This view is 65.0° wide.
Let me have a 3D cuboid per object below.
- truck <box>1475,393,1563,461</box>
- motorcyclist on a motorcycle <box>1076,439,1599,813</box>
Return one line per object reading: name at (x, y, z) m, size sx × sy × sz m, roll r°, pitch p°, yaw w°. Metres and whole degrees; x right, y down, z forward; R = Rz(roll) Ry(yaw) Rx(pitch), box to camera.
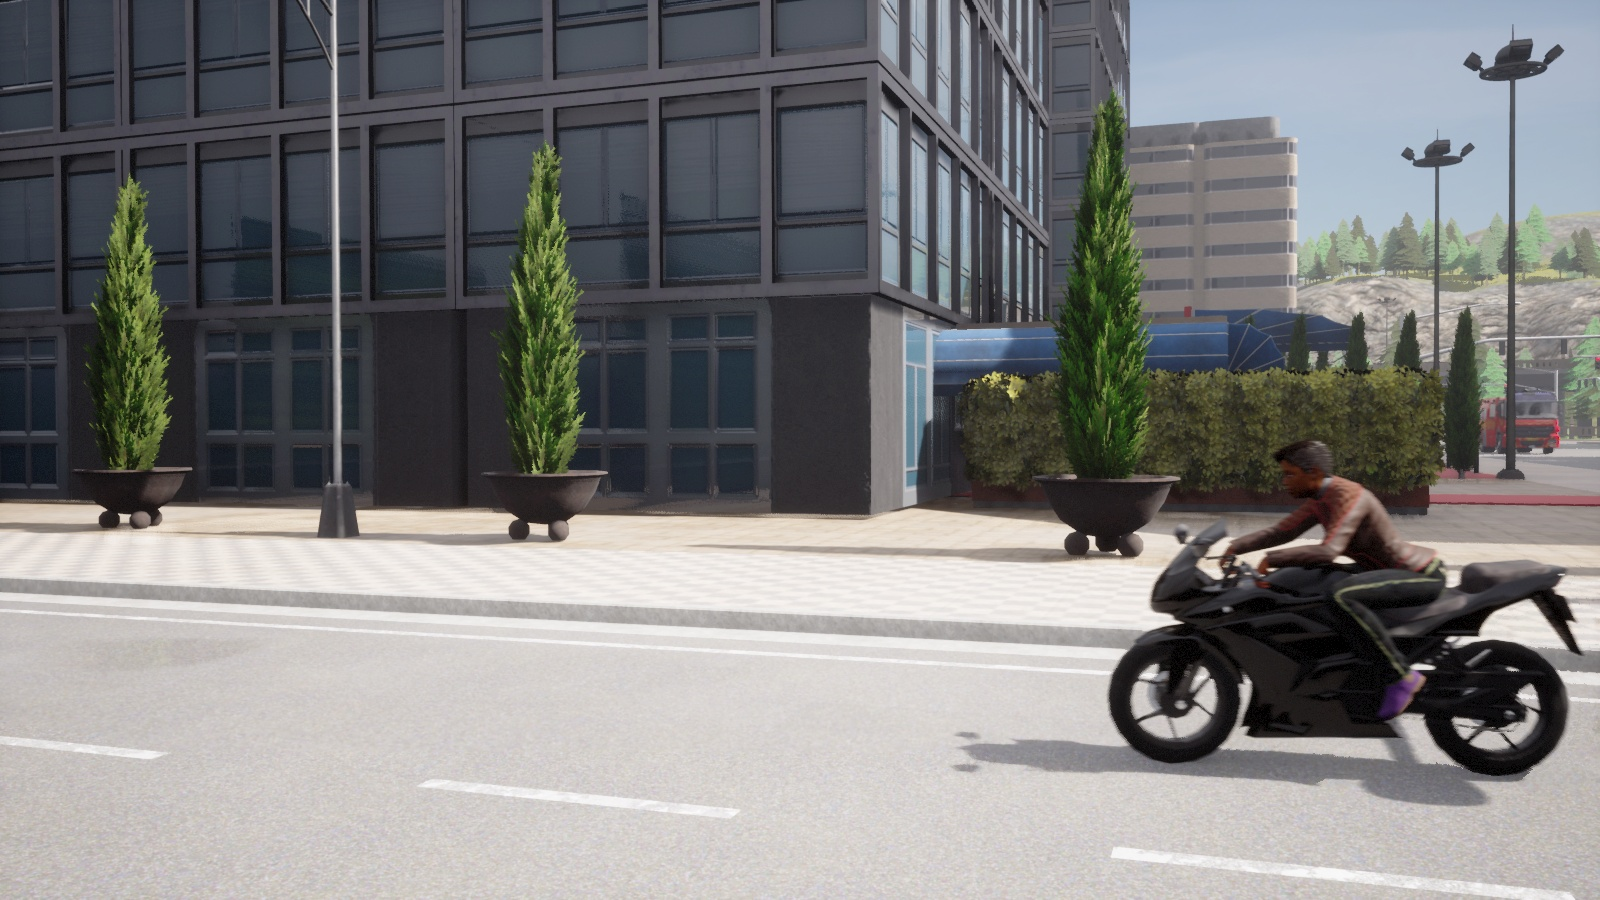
truck at (43.026, -1.384, 75.384) m, size 2.891 × 3.827 × 8.468 m, roll 1°, pitch 1°, yaw 18°
motorcyclist on a motorcycle at (2.335, 0.726, 5.730) m, size 2.044 × 1.523 × 0.797 m, roll 0°, pitch 2°, yaw 9°
